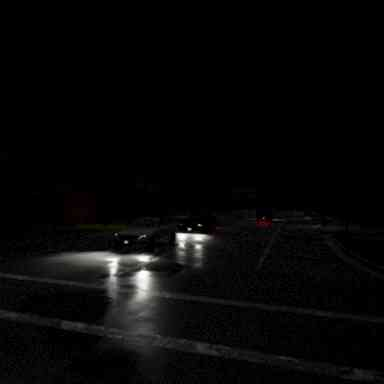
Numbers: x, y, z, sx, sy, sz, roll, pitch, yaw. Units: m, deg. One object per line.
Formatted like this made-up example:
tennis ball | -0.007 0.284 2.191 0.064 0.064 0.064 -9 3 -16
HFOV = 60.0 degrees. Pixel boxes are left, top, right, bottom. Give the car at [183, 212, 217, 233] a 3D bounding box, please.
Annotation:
car | 0.607 2.313 25.993 2.033 1.411 5.357 1 -2 17

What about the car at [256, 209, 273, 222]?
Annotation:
car | 9.177 2.907 42.029 1.837 1.490 4.892 1 -2 14

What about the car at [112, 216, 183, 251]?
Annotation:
car | -2.192 1.970 16.691 1.812 1.442 4.674 1 -2 17
